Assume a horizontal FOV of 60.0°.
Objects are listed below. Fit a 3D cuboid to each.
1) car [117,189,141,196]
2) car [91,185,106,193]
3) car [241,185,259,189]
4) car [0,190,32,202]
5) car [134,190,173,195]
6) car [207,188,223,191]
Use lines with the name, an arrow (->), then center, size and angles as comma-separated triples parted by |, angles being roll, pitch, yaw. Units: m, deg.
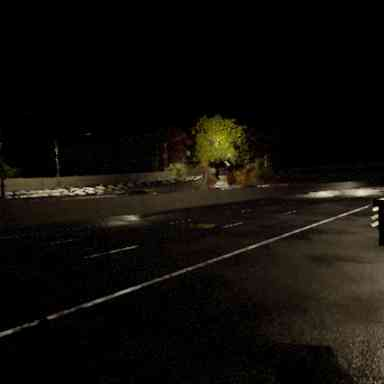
car -> -7.400, 0.516, 41.123 | 2.097, 1.767, 4.553 | -1, 2, 39
car -> -18.246, -0.579, 63.833 | 1.837, 1.490, 4.892 | -2, 3, 17
car -> 8.461, -0.236, 49.737 | 2.097, 1.767, 4.553 | -1, 2, 39
car -> -23.873, 0.532, 44.848 | 2.128, 1.511, 4.902 | -2, 2, 15
car -> -3.152, 0.687, 35.241 | 2.033, 1.411, 5.357 | -1, 2, 39
car -> 3.640, -0.001, 54.900 | 1.812, 1.442, 4.674 | -1, 1, 39
